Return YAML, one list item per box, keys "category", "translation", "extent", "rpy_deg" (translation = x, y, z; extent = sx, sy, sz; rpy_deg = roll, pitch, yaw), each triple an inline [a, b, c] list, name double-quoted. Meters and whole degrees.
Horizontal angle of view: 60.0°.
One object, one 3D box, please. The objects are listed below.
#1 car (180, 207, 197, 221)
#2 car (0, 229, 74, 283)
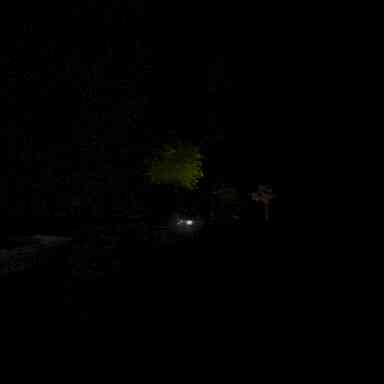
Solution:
- category: "car"
  translation: [-0.702, 3.304, 51.305]
  extent: [2.150, 2.045, 5.566]
  rpy_deg: [1, -3, 11]
- category: "car"
  translation: [-5.404, 1.718, 9.594]
  extent: [1.895, 1.301, 4.718]
  rpy_deg: [1, -1, 11]
